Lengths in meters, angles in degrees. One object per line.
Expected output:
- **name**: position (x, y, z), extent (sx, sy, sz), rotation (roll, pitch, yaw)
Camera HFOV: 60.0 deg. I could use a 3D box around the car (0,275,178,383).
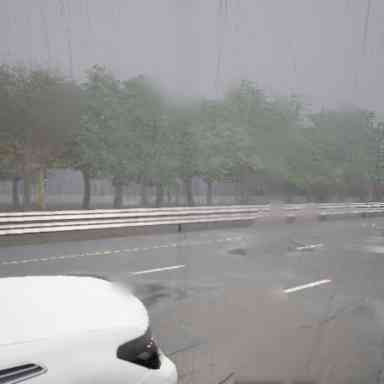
- **car**: position (-2.774, 1.221, 1.894), extent (5.566, 2.045, 2.150), rotation (0, 0, -35)
